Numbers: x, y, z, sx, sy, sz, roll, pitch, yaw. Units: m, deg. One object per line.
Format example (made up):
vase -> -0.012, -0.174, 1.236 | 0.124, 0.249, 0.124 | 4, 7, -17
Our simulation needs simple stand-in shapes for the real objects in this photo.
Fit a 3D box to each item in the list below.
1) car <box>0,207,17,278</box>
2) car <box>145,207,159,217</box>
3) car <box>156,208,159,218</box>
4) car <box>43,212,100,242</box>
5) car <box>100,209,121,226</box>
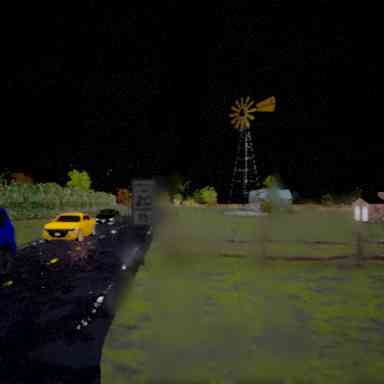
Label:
car -> -6.262, 1.376, 7.920 | 2.150, 2.045, 5.566 | 1, -2, -4
car -> -6.250, 3.048, 52.357 | 1.812, 1.442, 4.674 | 1, -2, -3
car -> -5.541, 2.764, 41.902 | 1.994, 1.385, 4.181 | 1, -2, -3
car -> -7.041, 1.977, 19.508 | 1.882, 1.535, 5.008 | 1, -2, -4
car -> -7.755, 2.349, 30.959 | 1.837, 1.490, 4.892 | 1, -2, -4
